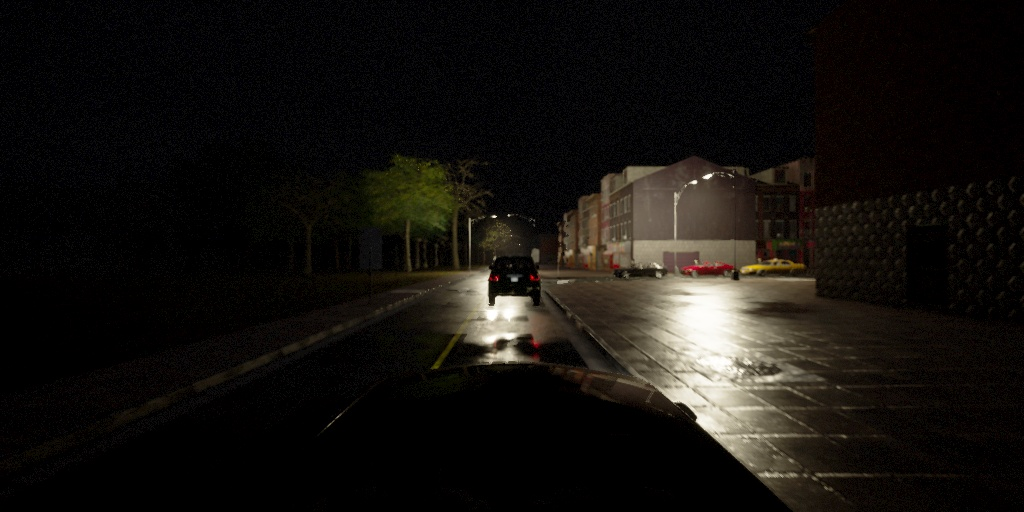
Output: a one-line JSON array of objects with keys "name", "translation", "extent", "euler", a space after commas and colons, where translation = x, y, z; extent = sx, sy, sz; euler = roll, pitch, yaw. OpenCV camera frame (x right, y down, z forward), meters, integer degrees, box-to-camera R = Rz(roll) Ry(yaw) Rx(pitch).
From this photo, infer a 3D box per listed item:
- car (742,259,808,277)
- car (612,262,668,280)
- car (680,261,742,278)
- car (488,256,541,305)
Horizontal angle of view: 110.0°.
[{"name": "car", "translation": [21.338, 0.903, 29.358], "extent": [4.829, 1.417, 1.751], "euler": [0, 0, 0]}, {"name": "car", "translation": [10.446, 1.167, 29.362], "extent": [4.403, 1.370, 2.007], "euler": [0, 0, 0]}, {"name": "car", "translation": [15.976, 1.079, 29.360], "extent": [4.207, 1.307, 1.802], "euler": [0, 0, 0]}, {"name": "car", "translation": [0.098, 1.021, 16.451], "extent": [2.150, 2.045, 5.566], "euler": [0, 0, 0]}]
